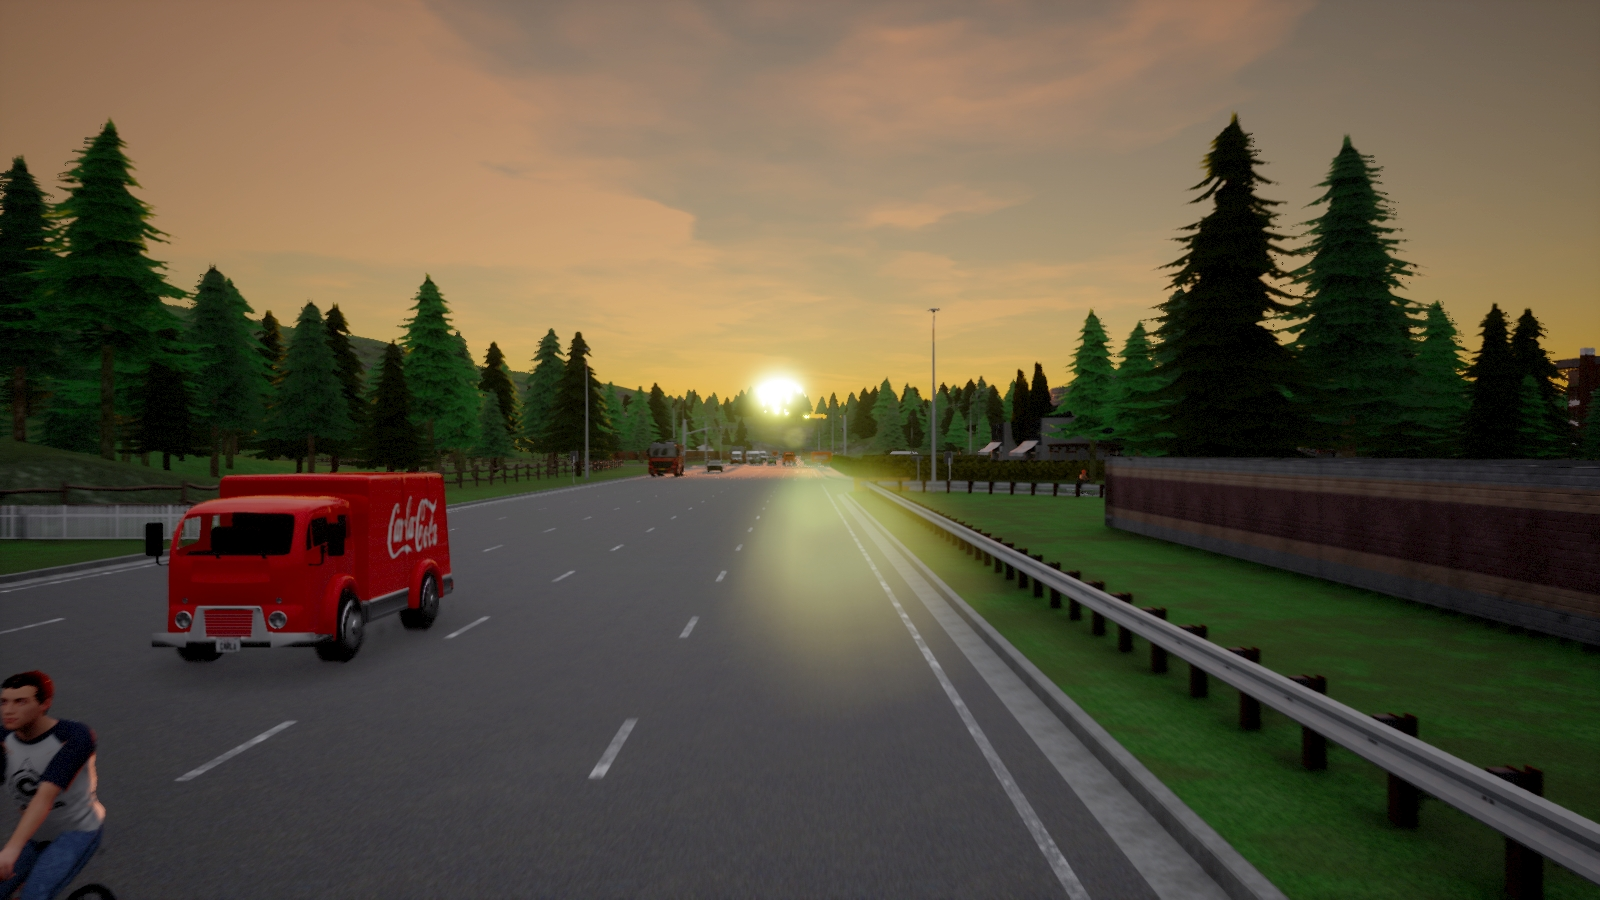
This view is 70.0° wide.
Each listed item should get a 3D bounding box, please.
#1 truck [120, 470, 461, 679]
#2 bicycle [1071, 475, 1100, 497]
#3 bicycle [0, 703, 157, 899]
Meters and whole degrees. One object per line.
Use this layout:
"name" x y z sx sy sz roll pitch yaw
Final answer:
"truck" -6.997 1.570 16.573 2.627 2.467 5.204 0 0 0
"bicycle" 17.257 2.157 69.104 0.859 1.276 1.487 0 0 -37
"bicycle" -3.498 2.056 5.065 0.373 1.496 1.643 0 0 0
